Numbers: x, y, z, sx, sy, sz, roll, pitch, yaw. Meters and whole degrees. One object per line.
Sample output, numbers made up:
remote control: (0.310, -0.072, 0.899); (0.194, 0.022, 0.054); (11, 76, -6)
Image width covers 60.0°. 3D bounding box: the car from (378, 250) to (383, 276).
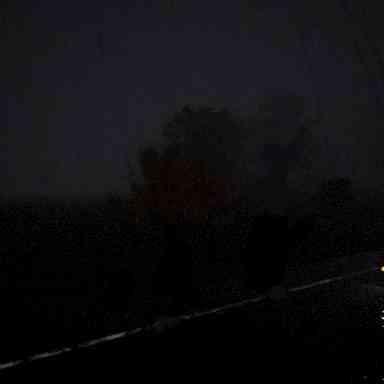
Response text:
car: (6.713, 1.570, 8.659); (4.181, 1.385, 1.994); (0, 0, -35)
